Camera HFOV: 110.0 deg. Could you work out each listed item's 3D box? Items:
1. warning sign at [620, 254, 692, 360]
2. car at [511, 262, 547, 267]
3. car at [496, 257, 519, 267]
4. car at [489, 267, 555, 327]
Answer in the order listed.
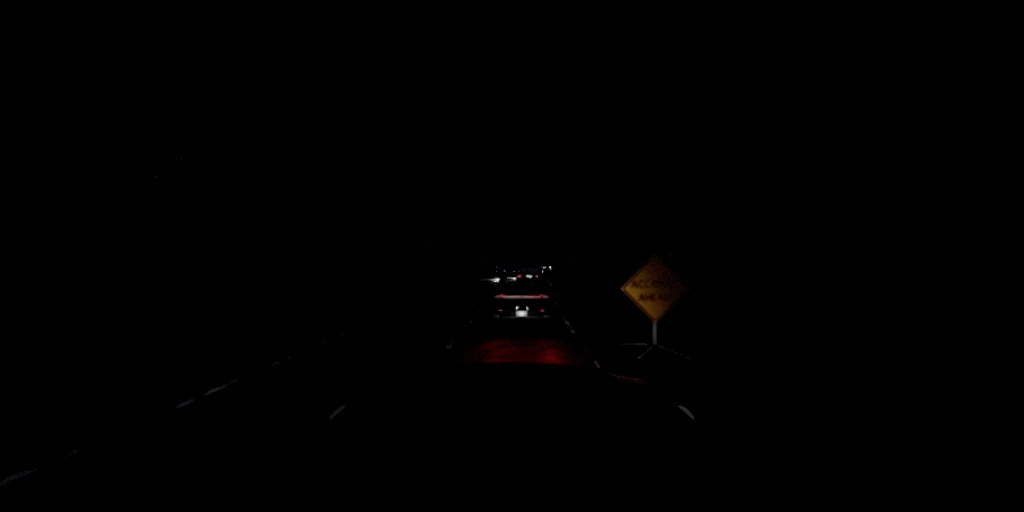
[{"bbox_3d":[2.712,0.896,6.832,1.300,1.860,1.060,0,0,1],"label":"warning sign"},{"bbox_3d":[1.400,1.436,27.338,2.033,1.411,5.357,0,0,6],"label":"car"},{"bbox_3d":[-0.372,1.171,39.624,2.150,2.045,5.566,0,0,8],"label":"car"},{"bbox_3d":[0.351,1.298,11.777,2.128,1.511,4.902,0,0,2],"label":"car"}]
